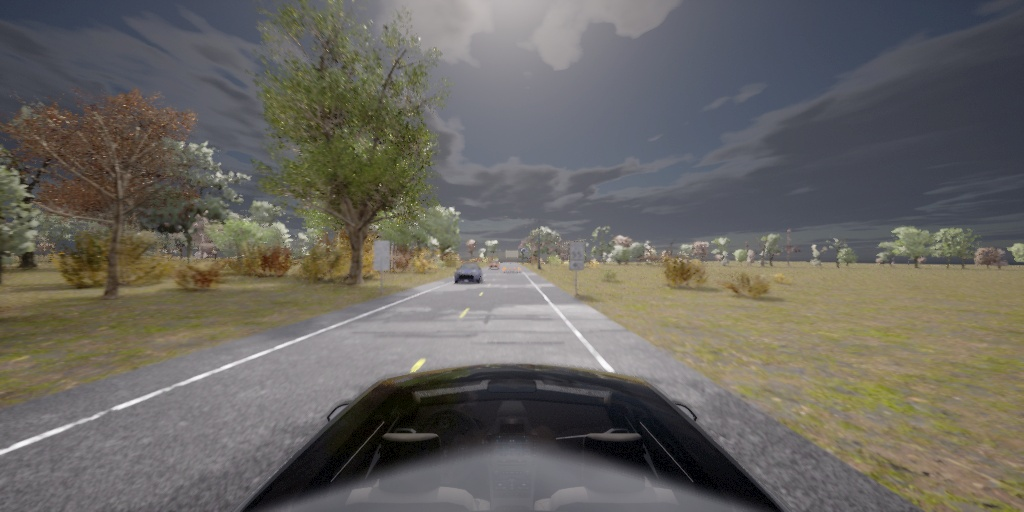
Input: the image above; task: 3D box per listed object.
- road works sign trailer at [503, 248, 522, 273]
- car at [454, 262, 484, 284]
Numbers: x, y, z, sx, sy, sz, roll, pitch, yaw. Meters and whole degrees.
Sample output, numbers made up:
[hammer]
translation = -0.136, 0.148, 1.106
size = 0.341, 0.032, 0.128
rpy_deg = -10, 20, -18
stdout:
[road works sign trailer]
translation = -0.014, 0.715, 54.745
size = 2.380, 3.560, 2.880
rpy_deg = 0, 0, 0
[car]
translation = -3.599, 1.368, 30.424
size = 2.097, 1.767, 4.553
rpy_deg = 0, -1, 0
